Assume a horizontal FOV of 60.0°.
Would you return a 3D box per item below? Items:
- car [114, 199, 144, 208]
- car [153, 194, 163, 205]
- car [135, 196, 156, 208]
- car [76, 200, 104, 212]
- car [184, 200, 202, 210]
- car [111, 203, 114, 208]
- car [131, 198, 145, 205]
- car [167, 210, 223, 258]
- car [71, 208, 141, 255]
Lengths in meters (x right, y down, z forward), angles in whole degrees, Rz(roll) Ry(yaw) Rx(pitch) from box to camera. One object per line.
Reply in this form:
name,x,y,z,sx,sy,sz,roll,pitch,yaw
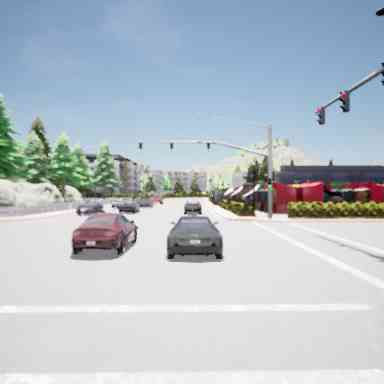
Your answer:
car,-7.094,1.762,37.944,1.895,1.301,4.718,0,0,0
car,-7.008,1.496,66.650,2.150,2.045,5.566,0,0,0
car,-7.070,1.723,51.144,1.837,1.490,4.892,0,-1,0
car,-10.599,1.639,34.860,2.128,1.511,4.902,0,0,0
car,0.096,1.647,36.771,2.128,1.511,4.902,0,0,0
car,-10.581,1.810,49.368,1.895,1.301,4.718,0,0,0
car,-10.513,1.822,65.113,2.033,1.411,5.357,0,0,0
car,0.099,1.614,12.963,1.994,1.385,4.181,0,0,0
car,-3.398,1.574,13.495,1.812,1.442,4.674,0,0,0
